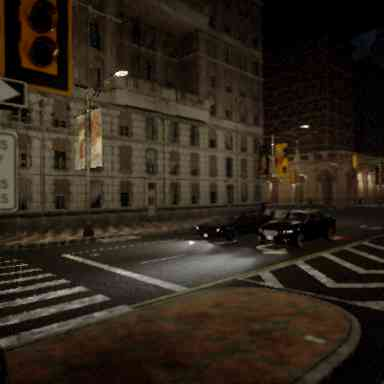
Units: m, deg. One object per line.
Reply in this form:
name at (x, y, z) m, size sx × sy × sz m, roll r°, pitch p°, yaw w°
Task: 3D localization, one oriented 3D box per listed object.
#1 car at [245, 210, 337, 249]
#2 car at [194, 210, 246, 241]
car at (4.920, 1.587, 15.262) m, size 4.902 × 1.511 × 2.128 m, roll 0°, pitch -1°, yaw -44°
car at (2.571, 1.694, 17.861) m, size 5.357 × 1.411 × 2.033 m, roll 0°, pitch -1°, yaw -44°
